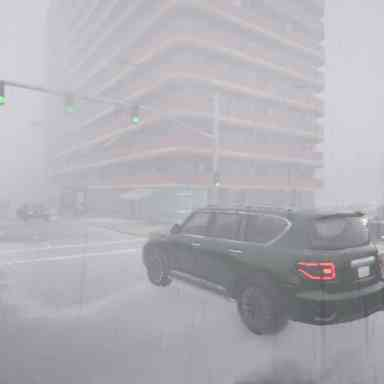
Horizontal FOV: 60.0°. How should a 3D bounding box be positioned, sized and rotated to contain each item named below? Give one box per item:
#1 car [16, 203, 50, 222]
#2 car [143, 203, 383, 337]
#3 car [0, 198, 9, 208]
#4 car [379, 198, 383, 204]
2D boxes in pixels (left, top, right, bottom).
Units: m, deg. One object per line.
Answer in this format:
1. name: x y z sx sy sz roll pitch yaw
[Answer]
1. car: -12.989 1.594 27.091 2.033 1.411 5.357 1 0 -35
2. car: 1.000 1.265 7.115 2.150 2.045 5.566 1 0 -35
3. car: -28.026 1.595 48.558 1.994 1.385 4.181 1 -1 -35
4. car: 15.882 1.502 25.999 2.150 2.045 5.566 0 0 23
